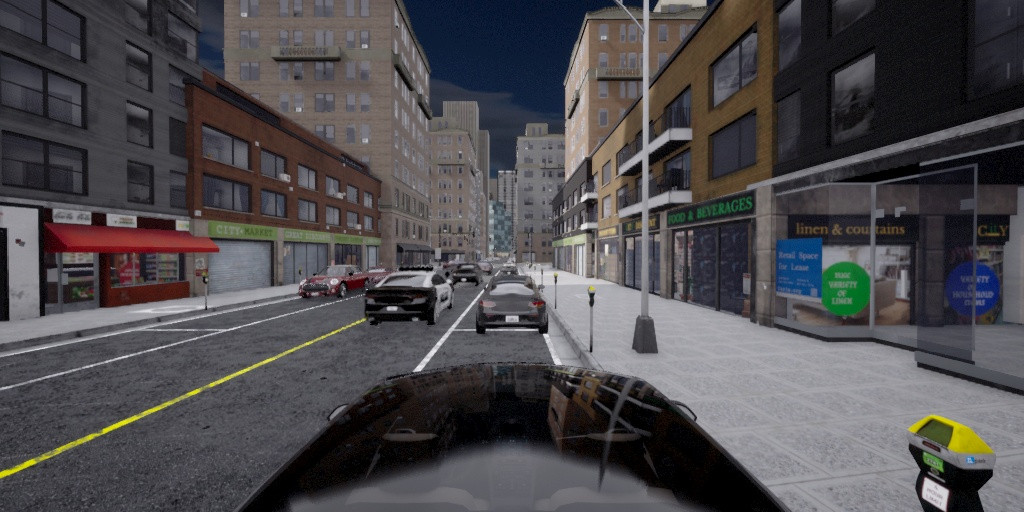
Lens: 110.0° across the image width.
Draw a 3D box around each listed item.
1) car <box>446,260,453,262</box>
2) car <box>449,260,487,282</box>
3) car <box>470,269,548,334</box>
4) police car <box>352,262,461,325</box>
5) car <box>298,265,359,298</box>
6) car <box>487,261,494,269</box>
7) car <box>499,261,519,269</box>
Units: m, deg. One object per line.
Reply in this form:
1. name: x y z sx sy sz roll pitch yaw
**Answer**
1. car: -6.213 1.278 42.081 2.033 1.411 5.357 0 0 0
2. car: -3.074 1.248 25.431 1.837 1.490 4.892 0 0 0
3. car: 0.003 1.273 10.502 1.812 1.442 4.674 0 0 0
4. police car: -3.145 1.172 11.989 1.930 1.638 5.238 0 0 0
5. car: -8.815 1.185 18.031 1.967 1.591 4.097 0 0 0
6. car: -3.079 1.281 39.090 2.033 1.411 5.357 0 0 0
7. car: -0.273 1.287 34.789 2.007 1.370 4.403 0 0 0
